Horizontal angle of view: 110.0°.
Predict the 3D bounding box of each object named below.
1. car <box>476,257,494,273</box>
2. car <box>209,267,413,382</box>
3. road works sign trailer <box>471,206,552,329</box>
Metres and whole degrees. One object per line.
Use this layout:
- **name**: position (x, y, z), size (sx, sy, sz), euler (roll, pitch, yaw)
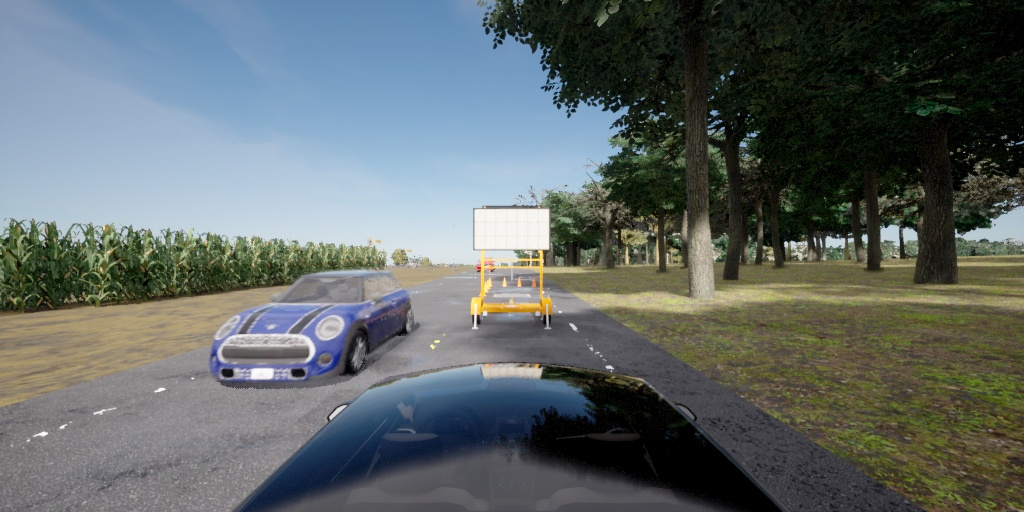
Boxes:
- **car**: position (-3.527, 1.172, 47.965), size (2.150, 2.045, 5.566), euler (0, 0, 0)
- **car**: position (-3.604, 1.109, 7.415), size (2.097, 1.767, 4.553), euler (0, 0, 0)
- **road works sign trailer**: position (-0.004, 0.230, 11.284), size (2.380, 3.560, 2.880), euler (0, 0, 1)
